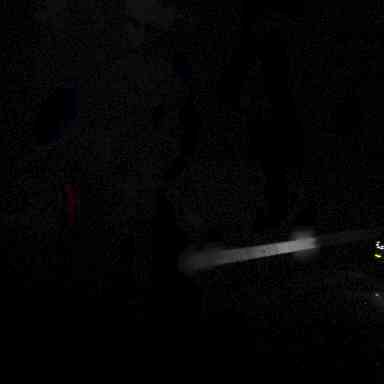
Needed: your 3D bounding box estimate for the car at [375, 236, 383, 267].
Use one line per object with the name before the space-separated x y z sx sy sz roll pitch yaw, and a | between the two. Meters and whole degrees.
car | 7.257 1.392 9.768 4.892 1.490 1.837 -1 1 -35
